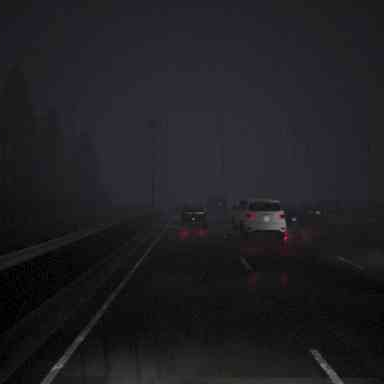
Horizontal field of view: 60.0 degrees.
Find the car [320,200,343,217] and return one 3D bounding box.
[{"bbox_3d":[13.856,1.645,34.895,2.097,1.767,4.553,0,-1,-3],"label":"car"}]

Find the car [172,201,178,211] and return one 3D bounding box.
[{"bbox_3d":[-1.489,1.951,46.218,1.994,1.385,4.181,0,0,-11],"label":"car"}]

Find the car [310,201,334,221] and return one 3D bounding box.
[{"bbox_3d":[10.565,1.804,30.457,2.033,1.411,5.357,0,0,-1],"label":"car"}]

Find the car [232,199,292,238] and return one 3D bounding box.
[{"bbox_3d":[3.604,1.380,18.728,2.150,2.045,5.566,0,0,0],"label":"car"}]

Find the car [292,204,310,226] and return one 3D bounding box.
[{"bbox_3d":[7.102,1.740,25.437,1.812,1.442,4.674,0,0,0],"label":"car"}]

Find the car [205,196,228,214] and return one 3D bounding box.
[{"bbox_3d":[2.904,1.568,41.323,2.150,2.045,5.566,1,-1,-7],"label":"car"}]

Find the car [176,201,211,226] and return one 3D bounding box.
[{"bbox_3d":[0.101,1.707,25.630,2.128,1.511,4.902,0,0,0],"label":"car"}]
